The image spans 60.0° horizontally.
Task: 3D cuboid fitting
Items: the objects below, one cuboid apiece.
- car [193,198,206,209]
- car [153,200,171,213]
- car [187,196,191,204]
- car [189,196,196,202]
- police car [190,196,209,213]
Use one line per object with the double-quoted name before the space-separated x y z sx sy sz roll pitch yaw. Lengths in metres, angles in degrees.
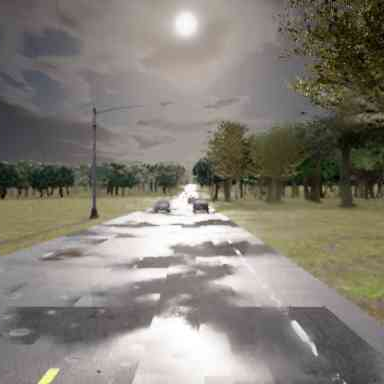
"car" 1.062 1.761 50.939 1.882 1.535 5.008 0 0 0
"car" -3.576 1.709 40.462 1.837 1.490 4.892 0 0 0
"car" 0.017 1.849 74.974 2.097 1.767 4.553 0 0 0
"car" 0.022 1.962 93.569 1.882 1.535 5.008 0 0 0
"police car" 1.059 1.634 41.048 1.930 1.638 5.238 0 0 0
